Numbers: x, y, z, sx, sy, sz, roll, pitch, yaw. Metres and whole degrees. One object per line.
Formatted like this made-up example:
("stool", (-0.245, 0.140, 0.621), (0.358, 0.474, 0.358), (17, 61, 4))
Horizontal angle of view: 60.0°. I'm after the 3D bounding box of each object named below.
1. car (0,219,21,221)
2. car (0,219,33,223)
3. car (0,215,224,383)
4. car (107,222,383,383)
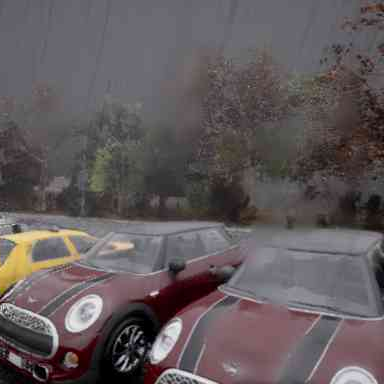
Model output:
("car", (-5.306, 1.510, 8.932), (2.231, 1.521, 4.892), (0, 0, 35))
("car", (-2.941, 1.498, 7.467), (1.946, 1.575, 5.366), (0, 0, 35))
("car", (-0.770, 1.366, 5.731), (2.185, 1.767, 4.553), (0, 0, 35))
("car", (1.491, 1.358, 4.121), (2.185, 1.767, 4.553), (0, 0, 35))
